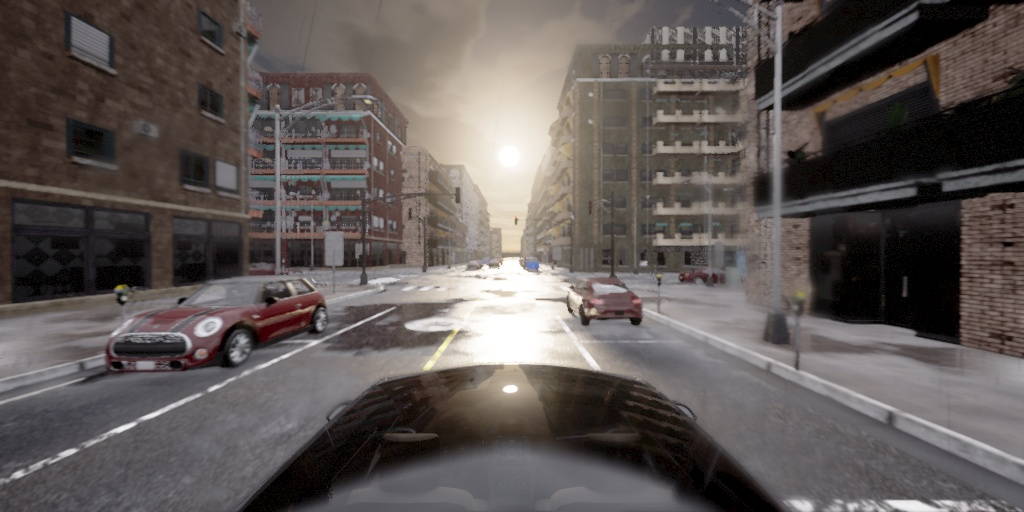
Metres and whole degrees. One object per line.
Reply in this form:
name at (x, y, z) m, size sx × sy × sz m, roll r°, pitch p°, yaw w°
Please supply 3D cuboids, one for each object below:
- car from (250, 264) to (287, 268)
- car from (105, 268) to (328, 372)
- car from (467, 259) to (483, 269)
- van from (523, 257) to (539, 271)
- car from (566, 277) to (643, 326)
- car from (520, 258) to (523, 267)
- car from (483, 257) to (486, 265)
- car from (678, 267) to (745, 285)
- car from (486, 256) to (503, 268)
car at (-17.750, 1.204, 26.570) m, size 4.207 × 1.307 × 1.802 m, roll 0°, pitch 0°, yaw 0°
car at (-5.735, 1.184, 7.608) m, size 1.967 × 1.591 × 4.097 m, roll 0°, pitch 0°, yaw 0°
car at (-5.854, 1.348, 54.836) m, size 1.802 × 1.307 × 4.207 m, roll 0°, pitch 0°, yaw 0°
van at (2.803, 1.099, 49.292) m, size 1.690 × 1.789 × 3.998 m, roll 0°, pitch 0°, yaw 0°
car at (2.794, 1.324, 11.392) m, size 1.802 × 1.307 × 4.207 m, roll 0°, pitch 0°, yaw 0°
car at (2.712, 1.081, 54.789) m, size 2.192 × 1.841 × 5.009 m, roll 0°, pitch 0°, yaw 0°
car at (-5.856, 1.342, 60.358) m, size 1.948 × 1.339 × 4.313 m, roll 0°, pitch 0°, yaw 0°
car at (14.703, 1.489, 26.520) m, size 4.507 × 1.381 × 1.888 m, roll 0°, pitch 0°, yaw 0°
car at (-3.049, 1.258, 62.668) m, size 1.882 × 1.535 × 5.008 m, roll 0°, pitch 0°, yaw 1°
